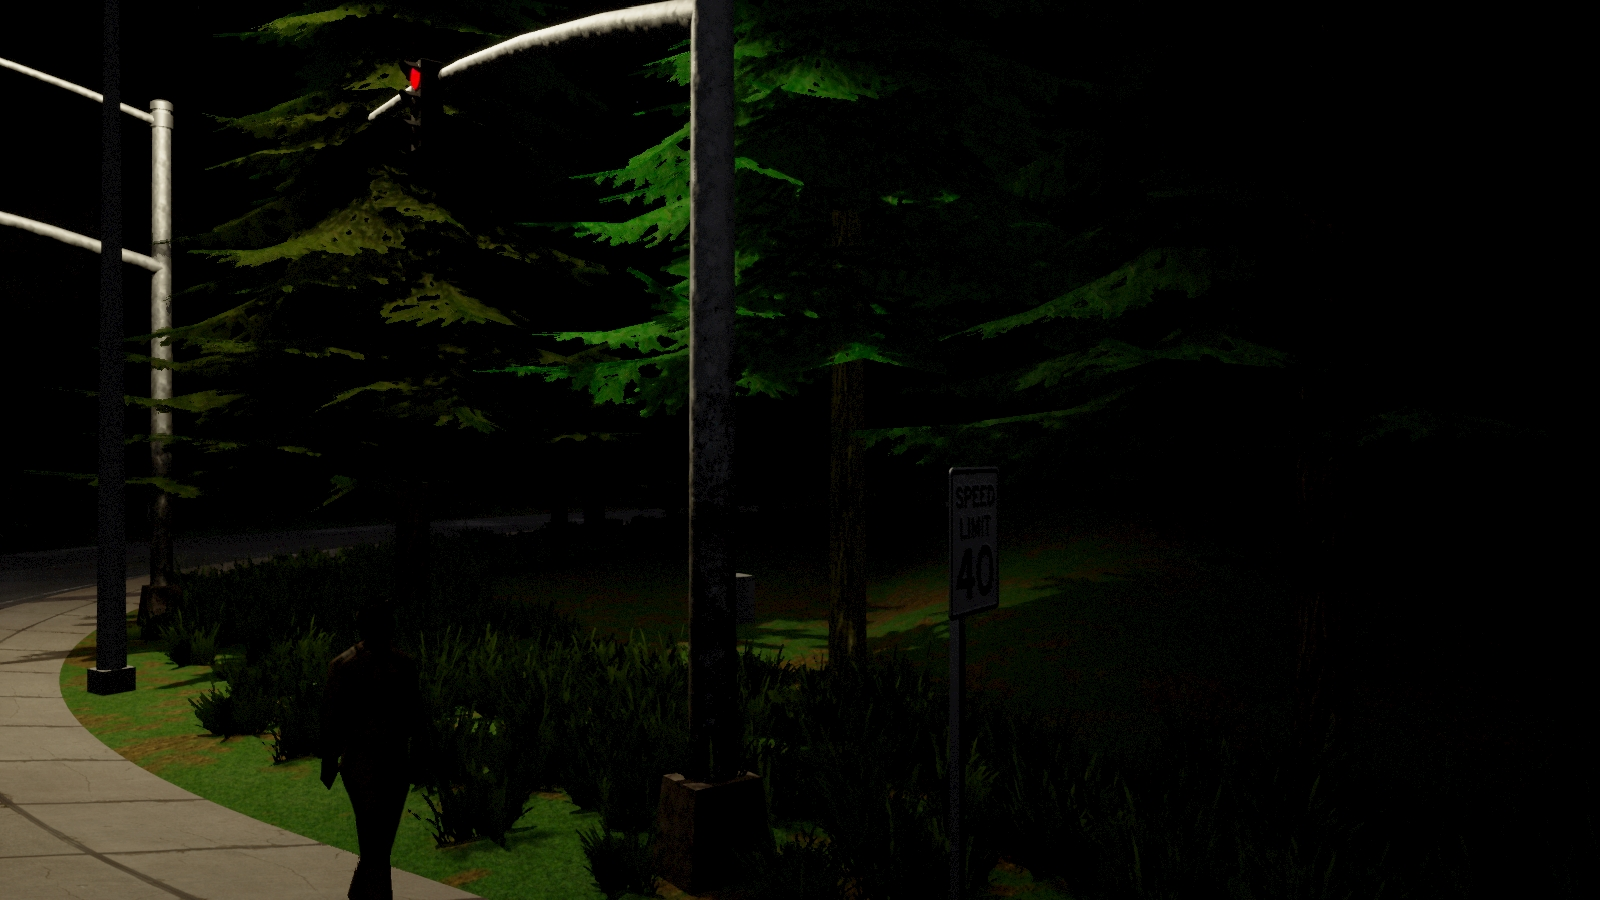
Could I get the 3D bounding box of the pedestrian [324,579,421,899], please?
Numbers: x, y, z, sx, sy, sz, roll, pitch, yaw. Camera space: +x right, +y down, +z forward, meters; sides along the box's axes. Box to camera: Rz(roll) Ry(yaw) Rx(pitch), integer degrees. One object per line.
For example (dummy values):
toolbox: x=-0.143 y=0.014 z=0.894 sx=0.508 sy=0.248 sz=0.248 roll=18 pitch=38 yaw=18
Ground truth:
pedestrian: x=-2.345 y=1.671 z=6.274 sx=0.375 sy=1.860 sz=0.375 roll=0 pitch=0 yaw=44
